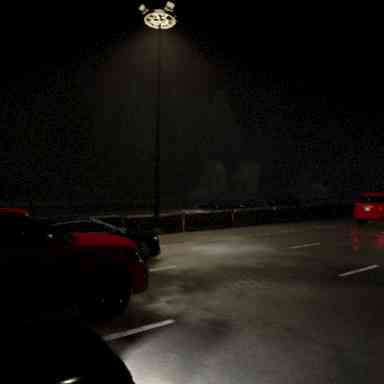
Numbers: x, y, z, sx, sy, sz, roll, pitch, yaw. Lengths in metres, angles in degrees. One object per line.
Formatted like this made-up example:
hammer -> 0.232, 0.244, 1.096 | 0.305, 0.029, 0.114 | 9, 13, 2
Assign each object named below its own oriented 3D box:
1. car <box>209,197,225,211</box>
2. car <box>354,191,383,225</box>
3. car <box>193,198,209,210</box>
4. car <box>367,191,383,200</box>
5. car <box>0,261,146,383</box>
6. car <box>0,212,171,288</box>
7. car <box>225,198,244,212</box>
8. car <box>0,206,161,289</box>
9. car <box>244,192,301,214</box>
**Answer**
car -> 4.401, 1.410, 37.221 | 4.181, 1.385, 1.994 | -1, 0, -35
car -> 12.654, 1.093, 21.358 | 5.566, 2.045, 2.150 | -1, 0, -35
car -> 2.269, 1.373, 40.000 | 4.674, 1.442, 1.812 | -1, 0, -35
car -> 35.740, 0.597, 63.759 | 4.892, 1.490, 1.837 | -2, 1, -35
car -> -2.382, 1.565, 2.048 | 4.181, 1.385, 1.994 | 0, 0, -36
car -> -3.288, 1.484, 9.999 | 4.902, 1.511, 2.128 | 0, 0, -36
car -> 6.191, 1.327, 34.202 | 5.008, 1.535, 1.882 | -1, 0, -35
car -> -3.504, 1.220, 5.556 | 5.566, 2.045, 2.150 | 0, 0, -36
car -> 7.877, 1.075, 31.107 | 5.566, 2.045, 2.150 | -1, 0, -35
